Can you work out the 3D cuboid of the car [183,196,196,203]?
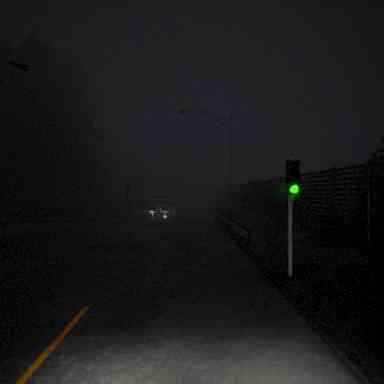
[{"bbox_3d":[-0.298,1.547,67.634,1.812,1.442,4.674,0,0,-5],"label":"car"}]

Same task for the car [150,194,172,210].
[{"bbox_3d":[-4.220,1.235,43.899,2.150,2.045,5.566,0,0,0],"label":"car"}]

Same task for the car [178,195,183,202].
[{"bbox_3d":[-3.925,1.524,76.999,4.892,1.490,1.837,0,0,40],"label":"car"}]

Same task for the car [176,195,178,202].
[{"bbox_3d":[-4.210,1.546,63.944,1.812,1.442,4.674,0,0,0],"label":"car"}]

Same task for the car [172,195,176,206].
[{"bbox_3d":[-4.236,1.369,53.750,2.097,1.767,4.553,0,0,0],"label":"car"}]
